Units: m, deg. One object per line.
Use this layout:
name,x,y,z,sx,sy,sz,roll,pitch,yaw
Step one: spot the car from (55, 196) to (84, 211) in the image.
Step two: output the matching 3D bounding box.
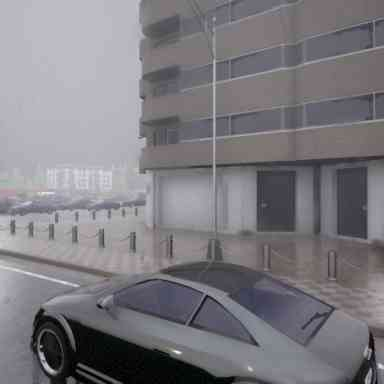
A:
car,-14.312,1.602,42.142,2.033,1.411,5.357,0,0,35

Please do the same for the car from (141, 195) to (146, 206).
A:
car,-4.887,1.559,49.537,1.837,1.490,4.892,0,0,35

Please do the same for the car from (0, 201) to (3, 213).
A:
car,-20.062,1.602,33.872,2.033,1.411,5.357,0,0,35

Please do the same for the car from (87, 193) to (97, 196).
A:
car,-26.756,1.210,88.112,1.905,1.878,3.866,0,0,35

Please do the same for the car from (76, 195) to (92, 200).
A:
car,-29.121,1.449,89.782,1.970,1.475,3.806,0,0,35

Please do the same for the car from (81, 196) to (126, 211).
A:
car,-10.827,1.580,41.003,1.812,1.442,4.674,0,0,35

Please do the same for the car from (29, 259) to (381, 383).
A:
car,-0.104,1.564,4.055,4.181,1.385,1.994,0,0,35

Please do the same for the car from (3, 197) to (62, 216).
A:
car,-15.994,1.580,33.556,1.812,1.442,4.674,0,0,35

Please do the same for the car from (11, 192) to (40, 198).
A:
car,-36.794,1.207,73.752,1.932,1.855,4.605,0,0,35

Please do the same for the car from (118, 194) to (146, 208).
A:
car,-8.453,1.532,50.546,1.882,1.535,5.008,0,0,35
